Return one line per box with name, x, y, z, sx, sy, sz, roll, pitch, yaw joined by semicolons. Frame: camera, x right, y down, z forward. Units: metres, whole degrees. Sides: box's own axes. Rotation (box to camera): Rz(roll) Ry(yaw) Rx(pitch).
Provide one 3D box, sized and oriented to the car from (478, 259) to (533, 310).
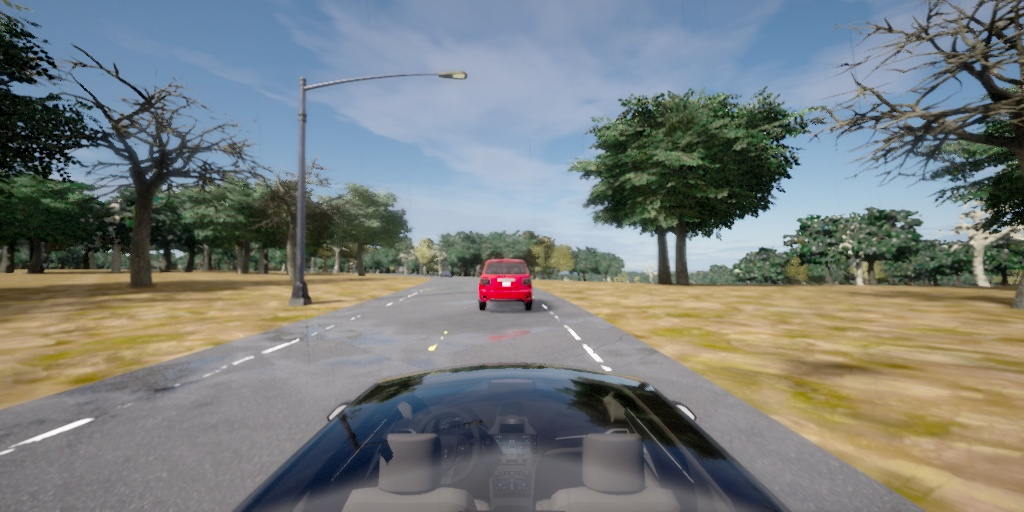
car;-0.344;1.187;16.022;2.150;2.045;5.566;0;-1;-3
